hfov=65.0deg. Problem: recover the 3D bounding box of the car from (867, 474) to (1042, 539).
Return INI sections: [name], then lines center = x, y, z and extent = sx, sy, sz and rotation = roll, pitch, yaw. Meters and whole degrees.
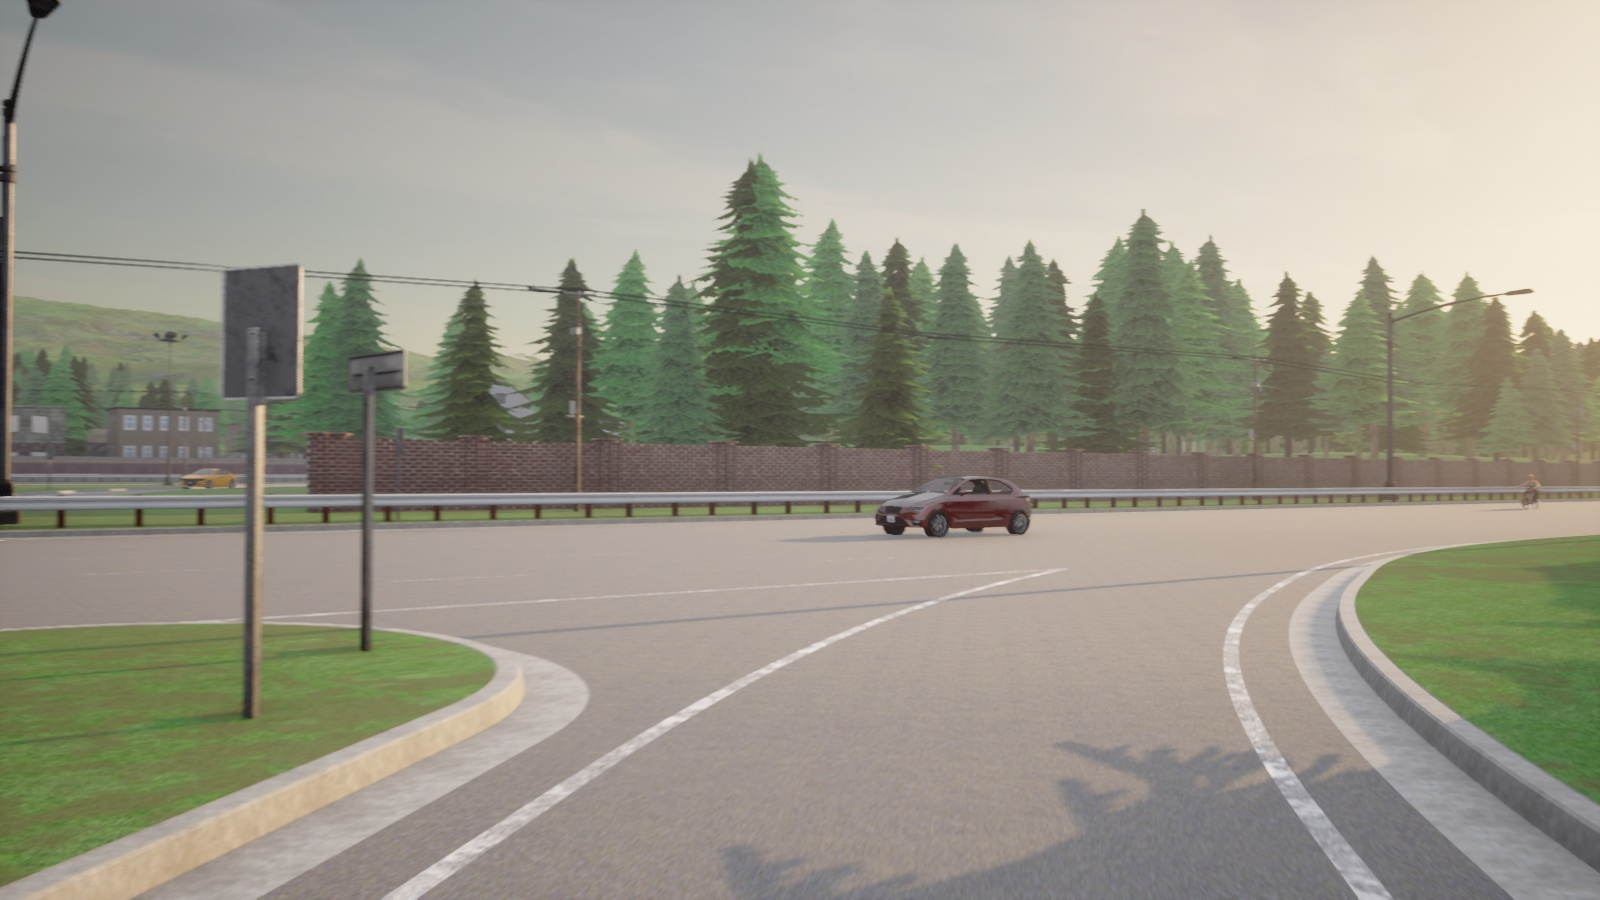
[car]
center = 3.848, 1.341, 30.999
extent = 4.193, 1.474, 1.816
rotation = 1, -1, -37
